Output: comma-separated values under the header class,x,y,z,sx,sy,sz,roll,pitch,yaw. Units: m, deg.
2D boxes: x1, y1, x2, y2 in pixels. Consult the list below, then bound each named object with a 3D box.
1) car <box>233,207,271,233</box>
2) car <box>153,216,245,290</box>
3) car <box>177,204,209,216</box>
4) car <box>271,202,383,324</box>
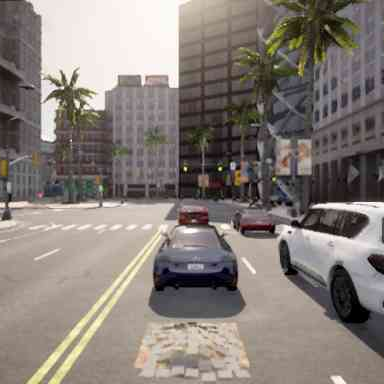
class,x,y,z,sx,sy,sz,roll,pitch,yaw
car,3.593,1.592,19.794,1.994,1.385,4.181,0,0,0
car,0.080,1.577,9.149,1.994,1.385,4.181,0,0,0
car,0.048,1.507,21.580,1.882,1.535,5.008,0,0,-1
car,3.602,1.230,7.289,2.150,2.045,5.566,0,0,-1
